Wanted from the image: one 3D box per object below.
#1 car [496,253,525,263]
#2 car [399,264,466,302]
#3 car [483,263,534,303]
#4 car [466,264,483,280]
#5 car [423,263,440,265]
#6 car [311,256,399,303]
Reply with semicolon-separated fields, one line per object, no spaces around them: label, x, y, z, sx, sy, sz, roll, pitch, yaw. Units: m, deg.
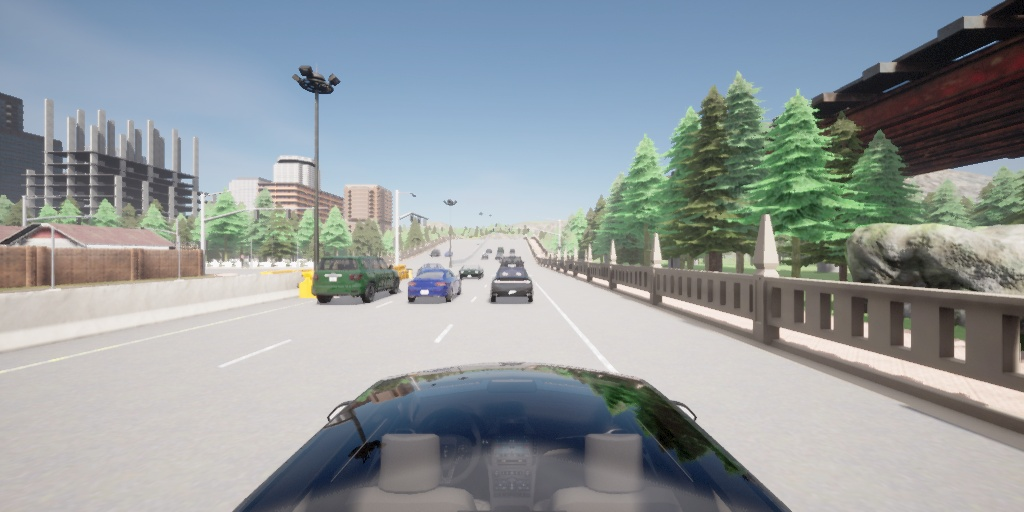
car;0.000;1.006;31.706;2.150;2.045;5.566;0;0;0
car;-3.500;1.281;16.676;1.812;1.442;4.674;0;0;0
car;0.000;1.243;16.676;2.128;1.511;4.902;0;0;0
car;-3.500;1.365;31.706;1.895;1.301;4.718;0;0;0
car;-7.000;1.311;31.676;2.033;1.411;5.357;0;0;0
car;-7.000;1.006;16.706;2.150;2.045;5.566;0;0;0
